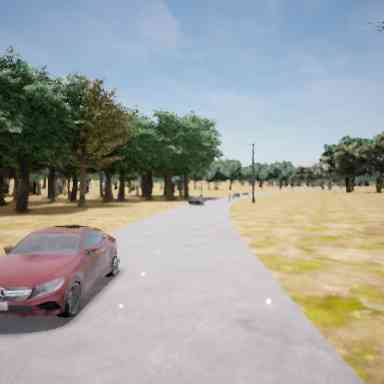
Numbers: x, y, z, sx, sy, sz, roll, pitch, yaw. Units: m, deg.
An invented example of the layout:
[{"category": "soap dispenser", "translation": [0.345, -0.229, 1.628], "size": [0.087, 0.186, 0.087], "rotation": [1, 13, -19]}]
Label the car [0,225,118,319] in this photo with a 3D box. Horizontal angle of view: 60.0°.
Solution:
[{"category": "car", "translation": [-2.953, 1.521, 7.517], "size": [1.812, 1.442, 4.674], "rotation": [0, 0, 1]}]

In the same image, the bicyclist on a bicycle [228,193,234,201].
[{"category": "bicyclist on a bicycle", "translation": [7.536, 1.070, 66.518], "size": [0.582, 1.620, 1.656], "rotation": [1, 1, 11]}]

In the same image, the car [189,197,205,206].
[{"category": "car", "translation": [0.711, 1.373, 49.903], "size": [1.895, 1.301, 4.718], "rotation": [1, 1, 9]}]

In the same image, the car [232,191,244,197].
[{"category": "car", "translation": [11.809, 0.647, 89.018], "size": [2.128, 1.511, 4.902], "rotation": [1, 1, 16]}]
